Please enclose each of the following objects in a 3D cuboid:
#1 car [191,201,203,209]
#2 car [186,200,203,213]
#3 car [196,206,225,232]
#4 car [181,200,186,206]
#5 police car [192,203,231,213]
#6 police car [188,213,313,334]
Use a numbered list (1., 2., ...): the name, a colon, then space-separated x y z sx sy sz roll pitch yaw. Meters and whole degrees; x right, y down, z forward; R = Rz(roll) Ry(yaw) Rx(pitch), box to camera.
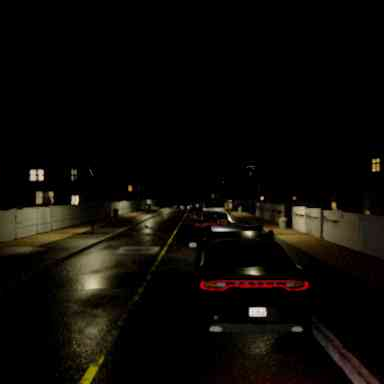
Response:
1. car: 0.890 2.297 58.553 1.994 1.385 4.181 0 -1 1
2. car: 0.712 1.889 44.645 2.097 1.767 4.553 0 -1 1
3. car: 1.191 1.765 23.129 1.837 1.490 4.892 0 -1 1
4. car: -1.568 2.574 78.392 1.812 1.442 4.674 0 -1 1
5. police car: 1.104 1.615 17.240 1.930 1.638 5.238 0 -1 1
6. police car: 0.957 1.501 7.240 1.930 1.638 5.238 0 -1 1
